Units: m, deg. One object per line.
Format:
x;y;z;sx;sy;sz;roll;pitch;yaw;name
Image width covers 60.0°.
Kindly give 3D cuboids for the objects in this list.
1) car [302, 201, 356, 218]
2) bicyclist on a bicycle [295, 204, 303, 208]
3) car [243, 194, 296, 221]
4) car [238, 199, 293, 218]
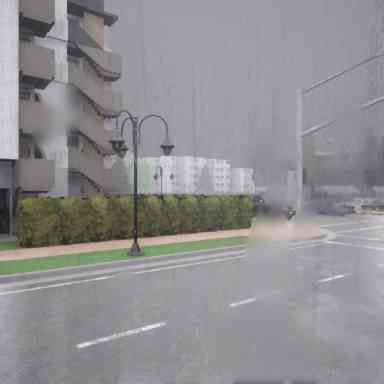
12.176;1.547;30.767;2.033;1.411;5.357;0;0;-39;car
13.423;1.301;41.677;1.656;1.620;0.582;0;0;-39;bicyclist on a bicycle
5.776;1.222;27.326;2.150;2.045;5.566;0;0;-38;car
6.882;1.478;31.644;1.882;1.535;5.008;0;0;-37;car
